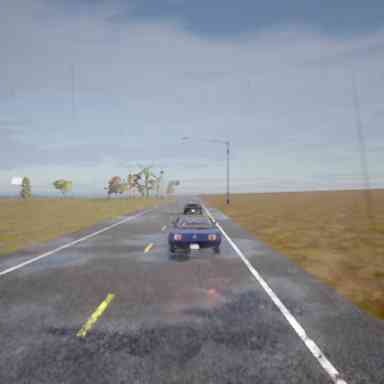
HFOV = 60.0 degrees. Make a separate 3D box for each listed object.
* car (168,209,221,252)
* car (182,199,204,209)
[{"bbox_3d":[0.100,1.603,13.806,1.895,1.301,4.718,0,0,0],"label":"car"},{"bbox_3d":[0.104,1.511,33.870,1.837,1.490,4.892,0,0,0],"label":"car"}]
